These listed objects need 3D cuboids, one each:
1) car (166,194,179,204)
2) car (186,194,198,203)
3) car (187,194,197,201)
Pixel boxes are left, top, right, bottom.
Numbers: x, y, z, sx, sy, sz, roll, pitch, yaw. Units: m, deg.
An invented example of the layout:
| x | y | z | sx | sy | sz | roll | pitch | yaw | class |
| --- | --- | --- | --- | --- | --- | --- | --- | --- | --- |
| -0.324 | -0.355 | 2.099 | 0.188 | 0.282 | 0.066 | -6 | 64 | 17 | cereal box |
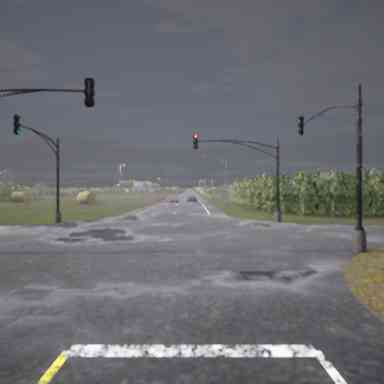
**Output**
| x | y | z | sx | sy | sz | roll | pitch | yaw | class |
| --- | --- | --- | --- | --- | --- | --- | --- | --- | --- |
| -3.551 | 1.199 | 60.697 | 2.097 | 1.767 | 4.553 | 0 | 0 | 0 | car |
| 0.028 | 1.342 | 63.630 | 1.837 | 1.490 | 4.892 | 0 | 1 | 0 | car |
| 0.007 | 1.232 | 77.506 | 2.128 | 1.511 | 4.902 | 0 | 0 | 0 | car |
